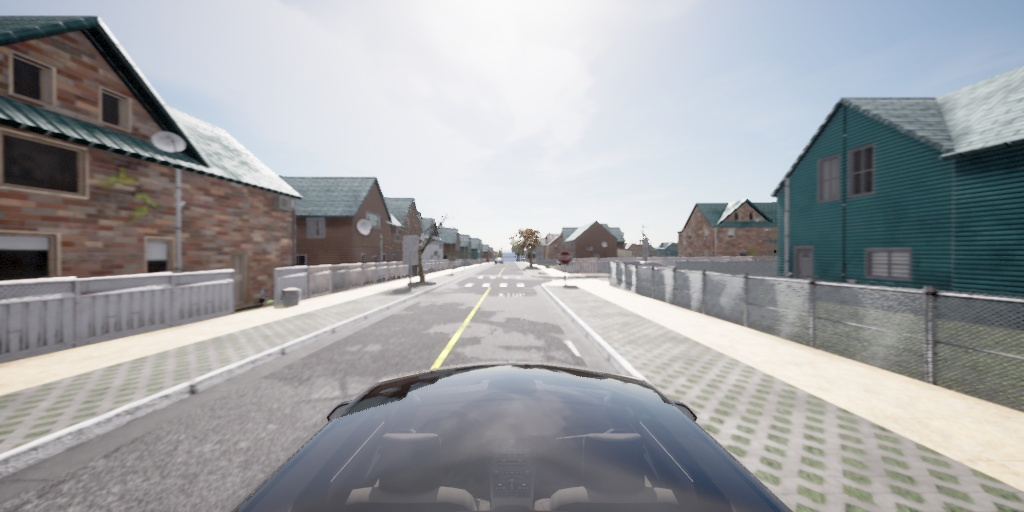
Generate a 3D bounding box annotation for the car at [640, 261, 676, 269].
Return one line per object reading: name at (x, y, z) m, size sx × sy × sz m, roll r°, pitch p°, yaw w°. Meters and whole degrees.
car at (11.373, 1.119, 29.164) m, size 4.674 × 1.442 × 1.812 m, roll -1°, pitch 1°, yaw 0°
